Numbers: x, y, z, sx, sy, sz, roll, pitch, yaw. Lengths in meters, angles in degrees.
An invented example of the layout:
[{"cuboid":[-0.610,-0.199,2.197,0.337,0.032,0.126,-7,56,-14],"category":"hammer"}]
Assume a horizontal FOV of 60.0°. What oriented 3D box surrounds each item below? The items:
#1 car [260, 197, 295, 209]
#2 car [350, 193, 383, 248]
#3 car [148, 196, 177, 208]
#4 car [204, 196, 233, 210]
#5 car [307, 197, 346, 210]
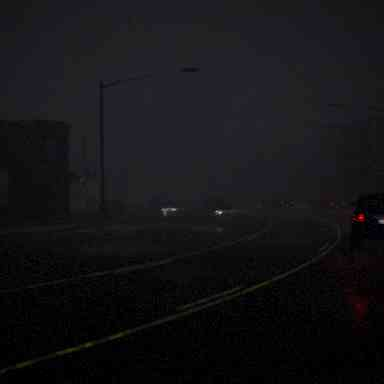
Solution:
[{"cuboid":[9.874,1.224,38.934,1.895,1.301,4.718,-1,0,-18],"category":"car"},{"cuboid":[7.726,1.048,13.506,2.150,2.045,5.566,0,1,29],"category":"car"},{"cuboid":[-3.938,1.285,42.688,2.033,1.411,5.357,-1,0,-31],"category":"car"},{"cuboid":[2.842,1.233,37.207,1.812,1.442,4.674,0,0,-22],"category":"car"},{"cuboid":[14.275,1.202,35.801,1.895,1.301,4.718,-1,0,-10],"category":"car"}]
